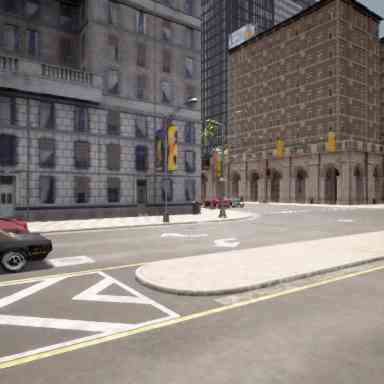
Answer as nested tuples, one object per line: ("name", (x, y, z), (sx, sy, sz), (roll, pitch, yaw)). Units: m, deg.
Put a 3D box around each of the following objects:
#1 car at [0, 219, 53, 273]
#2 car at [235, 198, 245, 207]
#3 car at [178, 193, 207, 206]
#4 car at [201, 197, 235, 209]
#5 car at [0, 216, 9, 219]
("car", (-6.535, 1.601, 9.182), (4.718, 1.301, 1.895), (0, 0, -35))
("car", (5.663, 1.491, 49.027), (2.128, 1.511, 4.902), (0, 0, -35))
("car", (0.024, 1.221, 57.127), (2.150, 2.045, 5.566), (0, 0, -34))
("car", (3.234, 1.477, 46.396), (1.882, 1.535, 5.008), (0, 0, -35))
("car", (-8.480, 1.526, 12.087), (4.674, 1.442, 1.812), (0, 0, -35))
